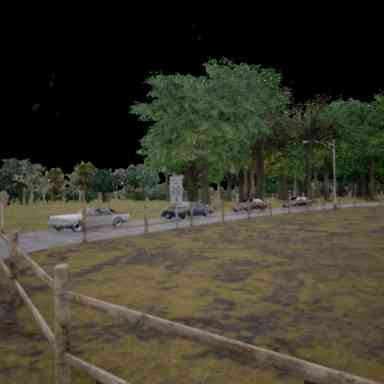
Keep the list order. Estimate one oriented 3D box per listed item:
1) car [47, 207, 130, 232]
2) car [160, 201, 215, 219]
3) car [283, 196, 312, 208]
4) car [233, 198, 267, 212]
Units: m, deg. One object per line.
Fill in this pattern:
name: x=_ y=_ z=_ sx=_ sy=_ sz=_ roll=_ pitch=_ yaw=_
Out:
car: x=-6.084 y=1.561 z=19.971 sx=1.895 sy=1.301 sz=4.718 roll=-2 pitch=-1 yaw=36
car: x=-0.227 y=1.457 z=27.819 sx=2.033 sy=1.411 sz=5.357 roll=-2 pitch=-1 yaw=38
car: x=13.480 y=1.292 z=42.437 sx=4.674 sy=1.442 sz=1.812 roll=-1 pitch=-1 yaw=-41
car: x=6.227 y=1.370 z=35.385 sx=1.812 sy=1.442 sz=4.674 roll=-2 pitch=-1 yaw=43
